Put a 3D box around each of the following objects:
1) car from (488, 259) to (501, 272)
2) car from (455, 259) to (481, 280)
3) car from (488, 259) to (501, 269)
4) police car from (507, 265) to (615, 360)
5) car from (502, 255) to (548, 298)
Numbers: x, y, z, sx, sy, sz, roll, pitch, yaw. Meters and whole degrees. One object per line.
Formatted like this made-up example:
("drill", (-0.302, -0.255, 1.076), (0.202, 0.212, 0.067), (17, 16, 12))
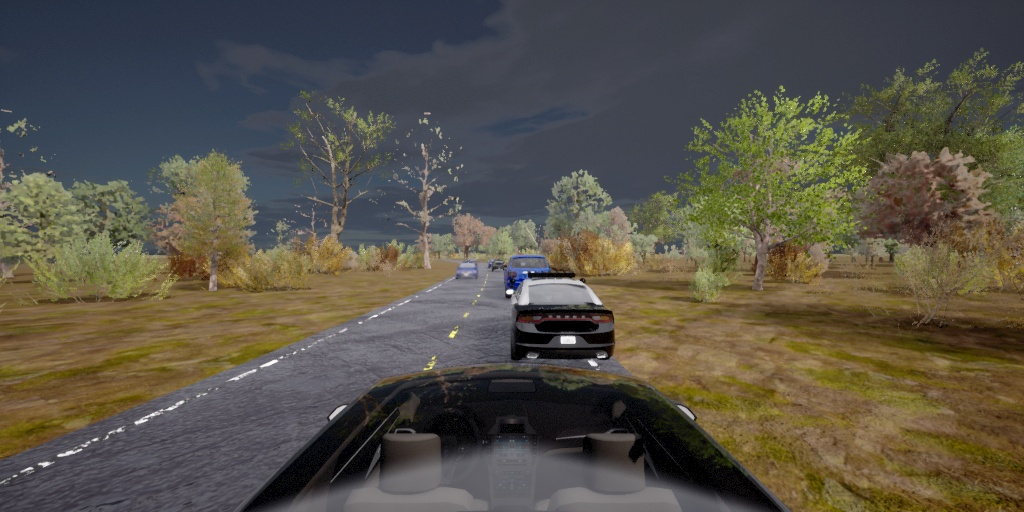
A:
("car", (-1.787, 1.254, 46.959), (1.837, 1.490, 4.892), (0, 0, -5))
("car", (-3.870, 1.274, 31.586), (1.812, 1.442, 4.674), (0, 0, -3))
("car", (-2.961, 1.230, 59.279), (1.882, 1.535, 5.008), (0, 0, -7))
("police car", (0.899, 1.174, 8.463), (1.930, 1.638, 5.238), (0, 0, 0))
("car", (0.716, 0.972, 18.431), (2.150, 2.045, 5.566), (0, 0, -2))
